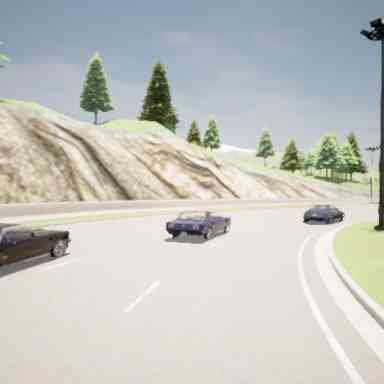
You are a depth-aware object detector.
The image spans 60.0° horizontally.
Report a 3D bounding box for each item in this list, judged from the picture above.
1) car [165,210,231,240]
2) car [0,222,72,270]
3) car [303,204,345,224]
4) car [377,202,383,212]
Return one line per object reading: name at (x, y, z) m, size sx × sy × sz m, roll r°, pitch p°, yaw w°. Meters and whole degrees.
car at (0.512, 1.586, 16.989) m, size 1.895 × 1.301 × 4.718 m, roll 1°, pitch 0°, yaw 23°
car at (-5.550, 1.533, 9.670) m, size 1.895 × 1.301 × 4.718 m, roll 1°, pitch 0°, yaw 12°
car at (10.189, 1.638, 25.568) m, size 1.994 × 1.385 × 4.181 m, roll 1°, pitch 0°, yaw 41°
car at (22.768, 1.735, 37.736) m, size 5.357 × 1.411 × 2.033 m, roll 1°, pitch 0°, yaw -42°
